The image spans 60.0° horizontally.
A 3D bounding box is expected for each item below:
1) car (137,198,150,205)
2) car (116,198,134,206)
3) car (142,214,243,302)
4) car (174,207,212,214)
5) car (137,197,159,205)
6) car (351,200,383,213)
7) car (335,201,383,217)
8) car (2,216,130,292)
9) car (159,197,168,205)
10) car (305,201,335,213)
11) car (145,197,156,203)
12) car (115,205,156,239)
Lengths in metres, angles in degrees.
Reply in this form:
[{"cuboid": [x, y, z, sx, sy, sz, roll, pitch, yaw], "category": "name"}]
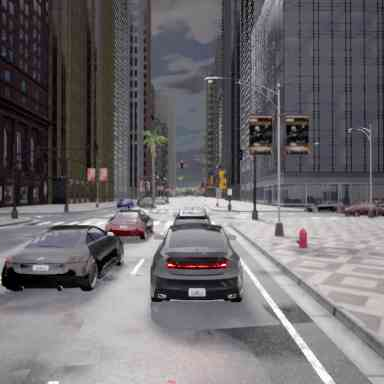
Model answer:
[{"cuboid": [-9.850, 1.921, 67.613, 1.994, 1.385, 4.181, 0, -1, 0], "category": "car"}, {"cuboid": [-9.911, 1.703, 49.532, 1.882, 1.535, 5.008, 0, 0, 0], "category": "car"}, {"cuboid": [0.090, 1.515, 8.251, 1.837, 1.490, 4.892, 0, 0, 0], "category": "car"}, {"cuboid": [0.026, 1.529, 17.572, 2.128, 1.511, 4.902, 0, 0, 0], "category": "car"}, {"cuboid": [-6.661, 1.579, 49.785, 2.097, 1.767, 4.553, 0, 0, 0], "category": "car"}, {"cuboid": [20.773, 1.641, 37.912, 4.313, 1.339, 1.947, 0, 0, -1], "category": "car"}, {"cuboid": [15.275, 1.575, 29.293, 4.206, 1.307, 1.802, 0, 0, -1], "category": "car"}, {"cuboid": [-3.168, 1.576, 9.026, 1.994, 1.385, 4.181, 0, 0, 1], "category": "car"}, {"cuboid": [-6.598, 1.959, 67.760, 1.895, 1.301, 4.718, 0, 0, 0], "category": "car"}, {"cuboid": [15.133, 1.660, 37.817, 4.313, 1.339, 1.947, 0, 0, -1], "category": "car"}, {"cuboid": [-9.862, 1.996, 80.154, 2.033, 1.411, 5.357, 0, 0, 0], "category": "car"}, {"cuboid": [-3.173, 1.601, 17.425, 1.994, 1.385, 4.181, 0, 0, 0], "category": "car"}]
